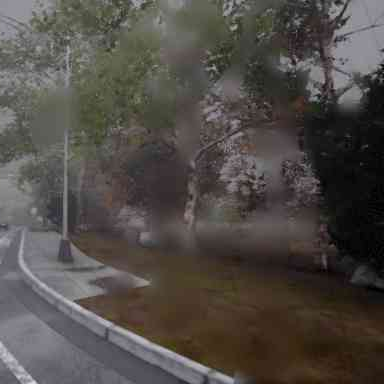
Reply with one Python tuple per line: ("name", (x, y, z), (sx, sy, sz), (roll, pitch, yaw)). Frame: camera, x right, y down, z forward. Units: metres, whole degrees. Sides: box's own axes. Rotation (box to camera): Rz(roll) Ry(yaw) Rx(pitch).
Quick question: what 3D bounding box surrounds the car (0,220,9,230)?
("car", (-24.342, 4.149, 42.100), (1.895, 1.301, 4.718), (1, -5, -26))
